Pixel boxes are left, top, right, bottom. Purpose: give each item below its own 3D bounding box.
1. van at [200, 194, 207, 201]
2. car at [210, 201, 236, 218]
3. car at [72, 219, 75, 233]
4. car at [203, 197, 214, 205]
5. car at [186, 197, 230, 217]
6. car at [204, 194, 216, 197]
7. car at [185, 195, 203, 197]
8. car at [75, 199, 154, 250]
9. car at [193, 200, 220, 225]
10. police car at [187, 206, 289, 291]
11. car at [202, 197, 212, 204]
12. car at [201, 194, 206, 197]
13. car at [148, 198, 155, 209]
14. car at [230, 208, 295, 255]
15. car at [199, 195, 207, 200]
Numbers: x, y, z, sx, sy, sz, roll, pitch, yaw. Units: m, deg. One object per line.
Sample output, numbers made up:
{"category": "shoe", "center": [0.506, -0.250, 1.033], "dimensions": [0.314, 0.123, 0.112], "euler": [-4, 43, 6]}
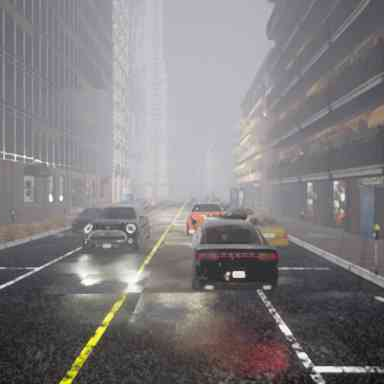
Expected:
{"category": "van", "center": [3.043, 1.347, 87.391], "dimensions": [1.690, 1.788, 3.998], "euler": [0, 0, 0]}
{"category": "car", "center": [2.814, 1.540, 30.906], "dimensions": [2.008, 1.369, 4.403], "euler": [0, 0, 0]}
{"category": "car", "center": [-5.613, 1.557, 19.643], "dimensions": [1.947, 1.339, 4.313], "euler": [0, 0, 0]}
{"category": "car", "center": [2.928, 1.574, 59.149], "dimensions": [1.802, 1.307, 4.206], "euler": [0, 0, 0]}
{"category": "car", "center": [0.765, 1.344, 19.002], "dimensions": [2.097, 1.767, 4.553], "euler": [0, 0, 0]}
{"category": "car", "center": [2.859, 1.430, 42.203], "dimensions": [1.967, 1.590, 4.097], "euler": [0, 0, 0]}
{"category": "car", "center": [0.243, 1.516, 48.718], "dimensions": [1.812, 1.442, 4.674], "euler": [0, 0, 1]}
{"category": "car", "center": [-3.046, 1.345, 14.197], "dimensions": [2.097, 1.767, 4.553], "euler": [0, 0, 0]}
{"category": "car", "center": [1.000, 1.445, 25.221], "dimensions": [1.801, 1.575, 5.366], "euler": [0, 0, 0]}
{"category": "police car", "center": [0.934, 1.420, 9.140], "dimensions": [1.930, 1.638, 5.238], "euler": [0, 0, 0]}
{"category": "car", "center": [2.951, 1.574, 64.797], "dimensions": [1.802, 1.307, 4.206], "euler": [0, 0, 0]}
{"category": "car", "center": [2.906, 1.306, 53.500], "dimensions": [2.192, 1.841, 5.009], "euler": [0, 0, 0]}
{"category": "car", "center": [-5.544, 1.429, 36.589], "dimensions": [1.967, 1.590, 4.097], "euler": [0, 0, 0]}
{"category": "car", "center": [2.746, 1.518, 14.130], "dimensions": [1.752, 1.417, 4.829], "euler": [0, 0, 0]}
{"category": "car", "center": [3.066, 1.576, 93.040], "dimensions": [1.947, 1.339, 4.313], "euler": [0, 0, 0]}
